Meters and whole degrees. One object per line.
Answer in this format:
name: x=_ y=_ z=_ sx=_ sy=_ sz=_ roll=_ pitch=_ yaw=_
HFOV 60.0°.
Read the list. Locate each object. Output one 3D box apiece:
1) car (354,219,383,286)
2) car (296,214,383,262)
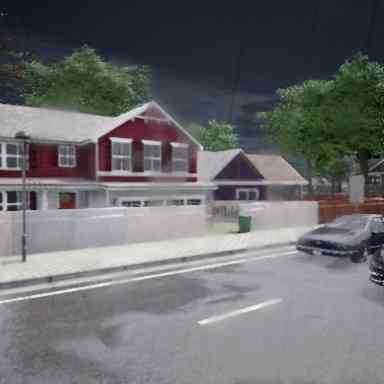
car: x=6.194 y=1.471 z=8.037 sx=4.892 sy=1.490 sz=1.837 roll=0 pitch=0 yaw=-35
car: x=6.094 y=1.504 z=11.934 sx=5.357 sy=1.411 sz=2.033 roll=0 pitch=0 yaw=-35
